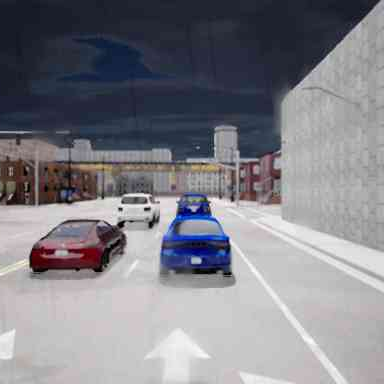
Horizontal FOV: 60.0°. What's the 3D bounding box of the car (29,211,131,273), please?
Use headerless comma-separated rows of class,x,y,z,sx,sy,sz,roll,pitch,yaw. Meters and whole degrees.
car,-3.389,1.535,10.584,1.994,1.385,4.181,0,0,-1

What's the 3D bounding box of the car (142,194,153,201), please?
car,-10.478,1.293,78.316,1.837,1.490,4.892,0,0,0

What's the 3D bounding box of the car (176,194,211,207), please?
car,0.111,1.160,21.999,2.150,2.045,5.566,0,0,0

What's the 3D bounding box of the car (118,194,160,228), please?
car,-3.395,1.161,21.913,2.150,2.045,5.566,0,0,0

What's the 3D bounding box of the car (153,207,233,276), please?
car,0.100,1.450,10.265,1.882,1.535,5.008,0,0,0

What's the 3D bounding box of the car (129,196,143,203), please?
car,-10.510,1.396,62.780,1.994,1.385,4.181,0,0,1
